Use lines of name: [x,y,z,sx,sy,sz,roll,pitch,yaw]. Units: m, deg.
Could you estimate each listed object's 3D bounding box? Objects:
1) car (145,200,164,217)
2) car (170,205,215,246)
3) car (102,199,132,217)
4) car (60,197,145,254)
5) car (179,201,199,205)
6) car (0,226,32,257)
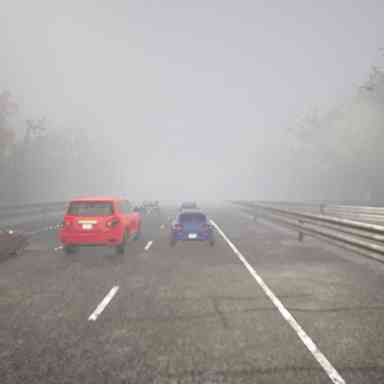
car: [-3.748,1.509,31.028,2.128,1.511,4.902,0,0,-1]
car: [0.004,1.530,15.175,1.812,1.442,4.674,0,0,-1]
car: [-7.284,1.498,32.696,1.882,1.535,5.008,0,0,-1]
car: [-3.479,1.226,13.652,2.150,2.045,5.566,0,0,-1]
car: [-0.258,1.580,31.541,1.994,1.385,4.181,0,0,-1]
car: [-6.948,1.552,10.061,2.033,1.411,5.357,0,0,0]
